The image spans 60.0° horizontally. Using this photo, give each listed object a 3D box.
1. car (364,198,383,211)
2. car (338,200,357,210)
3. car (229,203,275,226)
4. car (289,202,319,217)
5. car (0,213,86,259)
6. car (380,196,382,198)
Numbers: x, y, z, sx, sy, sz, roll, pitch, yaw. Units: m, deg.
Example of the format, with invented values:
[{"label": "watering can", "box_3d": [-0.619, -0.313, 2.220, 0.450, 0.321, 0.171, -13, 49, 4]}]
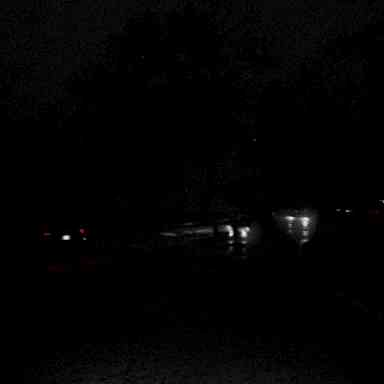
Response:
[{"label": "car", "box_3d": [25.699, 1.939, 46.865, 1.895, 1.301, 4.718, 1, 0, 37]}, {"label": "car", "box_3d": [23.190, 1.844, 49.582, 2.033, 1.411, 5.357, 1, 0, 38]}, {"label": "car", "box_3d": [4.605, 1.622, 25.203, 2.128, 1.511, 4.902, 1, 0, 38]}, {"label": "car", "box_3d": [11.694, 1.711, 34.521, 1.837, 1.490, 4.892, 1, 0, 37]}, {"label": "car", "box_3d": [-5.851, 1.490, 12.464, 4.181, 1.385, 1.994, 1, 0, 37]}, {"label": "car", "box_3d": [32.398, 1.703, 55.846, 2.150, 2.045, 5.566, 1, 0, 37]}]
